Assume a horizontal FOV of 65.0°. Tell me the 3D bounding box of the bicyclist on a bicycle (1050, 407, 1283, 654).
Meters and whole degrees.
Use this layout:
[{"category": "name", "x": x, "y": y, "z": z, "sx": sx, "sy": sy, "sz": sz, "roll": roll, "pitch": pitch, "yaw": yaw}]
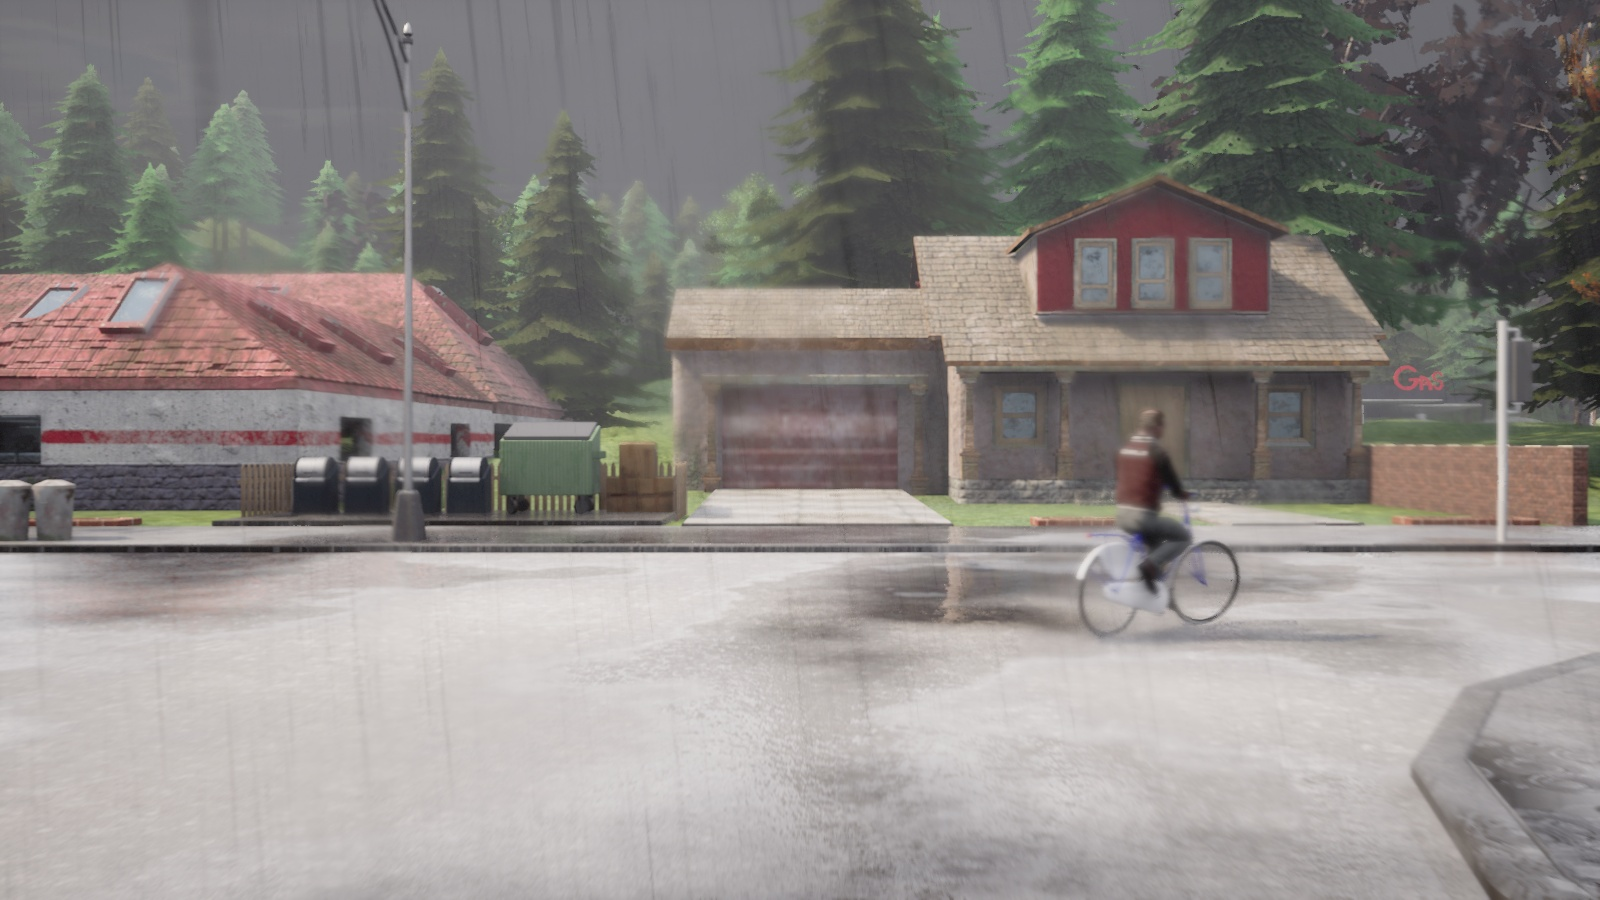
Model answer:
[{"category": "bicyclist on a bicycle", "x": 2.901, "y": 0.573, "z": 9.890, "sx": 1.843, "sy": 1.776, "sz": 0.659, "roll": 0, "pitch": 4, "yaw": -34}]
